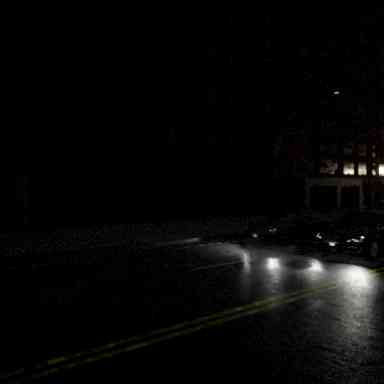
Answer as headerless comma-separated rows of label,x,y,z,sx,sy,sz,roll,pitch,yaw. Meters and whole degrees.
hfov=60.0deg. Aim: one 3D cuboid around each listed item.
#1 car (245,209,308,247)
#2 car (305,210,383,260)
car,4.451,1.486,14.844,4.674,1.442,1.812,0,0,-35
car,6.596,1.464,12.382,4.892,1.490,1.837,0,0,-35
